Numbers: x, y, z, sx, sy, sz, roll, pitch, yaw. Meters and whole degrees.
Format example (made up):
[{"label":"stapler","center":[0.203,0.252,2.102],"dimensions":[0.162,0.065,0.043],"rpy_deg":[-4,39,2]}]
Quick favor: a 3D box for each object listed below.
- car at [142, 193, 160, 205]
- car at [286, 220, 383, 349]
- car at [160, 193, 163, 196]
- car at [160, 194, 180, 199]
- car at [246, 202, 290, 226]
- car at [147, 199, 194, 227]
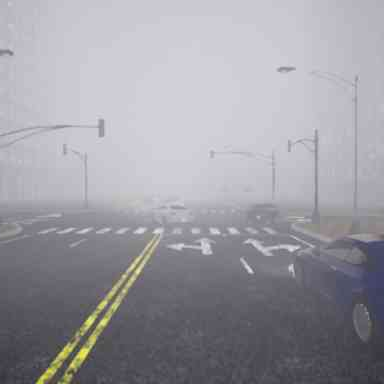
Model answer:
[{"label":"car","center":[-6.584,1.223,51.477],"dimensions":[1.837,1.490,4.892],"rpy_deg":[0,0,0]},{"label":"car","center":[3.350,1.497,6.074],"dimensions":[1.812,1.442,4.674],"rpy_deg":[0,0,0]},{"label":"car","center":[-6.550,0.966,67.182],"dimensions":[2.097,1.767,4.553],"rpy_deg":[0,0,0]},{"label":"car","center":[-3.335,1.281,51.507],"dimensions":[1.994,1.385,4.181],"rpy_deg":[0,0,0]},{"label":"car","center":[5.149,1.393,22.397],"dimensions":[1.882,1.535,5.008],"rpy_deg":[-1,-1,27]},{"label":"car","center":[-1.334,1.429,21.745],"dimensions":[1.812,1.442,4.674],"rpy_deg":[1,0,-21]}]
